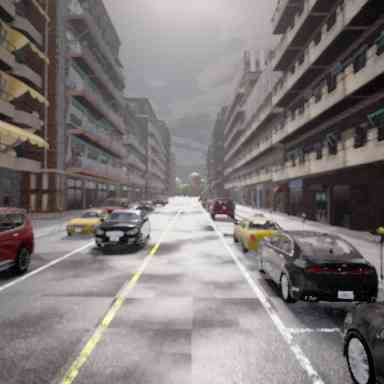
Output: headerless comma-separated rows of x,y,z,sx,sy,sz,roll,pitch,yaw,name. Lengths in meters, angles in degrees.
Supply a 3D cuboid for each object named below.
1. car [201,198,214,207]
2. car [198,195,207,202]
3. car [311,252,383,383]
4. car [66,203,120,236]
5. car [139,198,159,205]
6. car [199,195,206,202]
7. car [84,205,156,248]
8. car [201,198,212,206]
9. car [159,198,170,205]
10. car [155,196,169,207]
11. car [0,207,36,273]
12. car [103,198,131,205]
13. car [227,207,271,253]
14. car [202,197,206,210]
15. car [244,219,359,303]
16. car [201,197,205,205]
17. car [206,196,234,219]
2.696,1.794,58.138,2.008,1.369,4.403,1,0,0,car
2.696,1.682,85.979,2.192,1.841,5.009,1,0,0,car
2.701,1.561,2.460,2.008,1.369,4.403,1,0,0,car
-5.681,1.604,19.026,1.752,1.417,4.829,1,0,0,car
-5.683,1.739,41.468,1.947,1.339,4.313,1,0,0,car
2.699,1.534,52.571,2.192,1.841,5.009,1,0,0,car
-3.001,1.560,15.304,2.128,1.511,4.902,0,0,0,car
2.695,1.834,63.706,1.947,1.339,4.313,1,0,0,car
-5.686,1.876,69.307,1.802,1.307,4.206,1,0,0,car
-5.682,1.560,58.172,2.192,1.841,5.009,1,0,0,car
-5.677,1.349,8.062,2.192,1.841,5.009,1,0,0,car
-5.678,1.417,24.765,2.192,1.841,5.009,1,0,0,car
2.701,1.581,13.765,1.752,1.417,4.829,1,0,0,car
2.697,1.722,41.435,2.008,1.369,4.403,1,0,0,car
2.701,1.583,8.028,2.008,1.369,4.403,1,0,0,car
2.697,1.740,47.002,1.887,1.381,4.507,1,0,0,car
2.701,1.439,30.300,2.192,1.841,5.009,1,0,0,car
